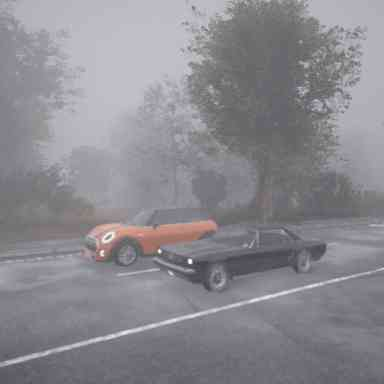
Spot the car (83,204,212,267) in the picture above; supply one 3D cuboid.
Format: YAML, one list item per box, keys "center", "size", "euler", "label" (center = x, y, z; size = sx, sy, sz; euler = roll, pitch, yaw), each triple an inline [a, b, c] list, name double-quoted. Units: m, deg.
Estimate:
- center: [-1.280, 1.304, 11.366]
  size: [4.553, 1.767, 2.097]
  euler: [0, 0, -33]
  label: "car"

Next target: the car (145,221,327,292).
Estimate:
- center: [1.384, 1.550, 8.908]
  size: [4.718, 1.301, 1.895]
  euler: [-1, 0, -33]
  label: "car"
